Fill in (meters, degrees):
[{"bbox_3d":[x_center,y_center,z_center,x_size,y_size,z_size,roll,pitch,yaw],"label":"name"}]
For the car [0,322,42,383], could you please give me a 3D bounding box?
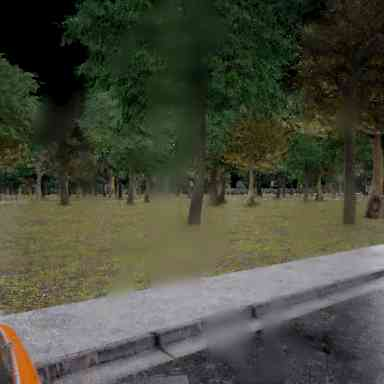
[{"bbox_3d":[-2.814,1.352,1.062,4.553,1.767,2.097,0,0,-35],"label":"car"}]
